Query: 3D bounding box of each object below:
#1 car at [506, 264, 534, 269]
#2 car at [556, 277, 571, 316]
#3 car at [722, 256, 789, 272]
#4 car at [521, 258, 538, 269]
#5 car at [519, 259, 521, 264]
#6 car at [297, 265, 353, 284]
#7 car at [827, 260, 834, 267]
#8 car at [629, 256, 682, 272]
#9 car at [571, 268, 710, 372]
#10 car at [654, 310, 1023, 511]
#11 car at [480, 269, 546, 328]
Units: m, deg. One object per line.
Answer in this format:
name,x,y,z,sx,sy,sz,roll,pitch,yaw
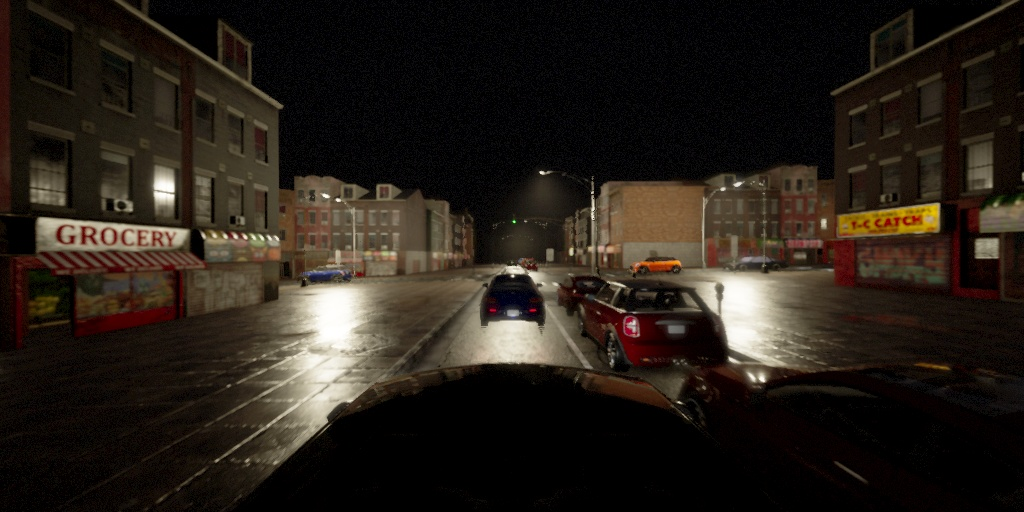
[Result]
car,0.251,1.411,23.112,1.895,1.301,4.718,0,0,2
car,2.639,1.359,13.138,1.802,1.307,4.207,0,0,0
car,22.847,0.733,33.668,5.357,1.411,2.033,-1,0,0
car,2.642,1.384,50.479,1.967,1.591,4.097,0,0,0
car,2.643,1.291,55.880,2.192,1.841,5.009,0,0,0
car,-17.544,1.695,33.611,4.553,1.767,2.097,-2,0,0
car,32.927,0.480,33.685,5.357,1.411,2.033,-1,0,0
car,13.359,0.784,33.649,4.553,1.767,2.097,-1,0,0
car,2.638,1.202,7.672,1.967,1.591,4.097,0,0,0
car,2.637,1.333,2.206,1.802,1.307,4.207,0,0,0
car,0.018,1.298,11.417,1.812,1.442,4.674,0,0,0
